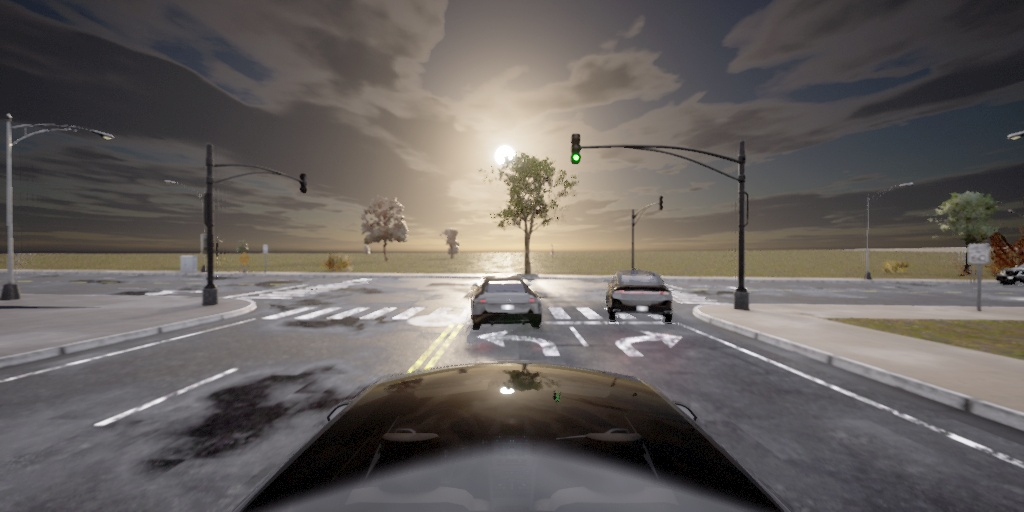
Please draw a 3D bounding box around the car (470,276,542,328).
[{"bbox_3d":[-0.294,1.306,11.358,1.994,1.385,4.181,0,0,-5],"label":"car"}]

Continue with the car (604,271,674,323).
[{"bbox_3d":[4.219,1.240,12.203,2.128,1.511,4.902,0,0,15],"label":"car"}]

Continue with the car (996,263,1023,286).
[{"bbox_3d":[39.961,1.288,26.683,5.566,2.045,2.150,0,1,2],"label":"car"}]

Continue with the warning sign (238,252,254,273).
[{"bbox_3d":[-23.362,0.564,31.288,1.060,1.860,1.300,0,0,2],"label":"warning sign"}]
